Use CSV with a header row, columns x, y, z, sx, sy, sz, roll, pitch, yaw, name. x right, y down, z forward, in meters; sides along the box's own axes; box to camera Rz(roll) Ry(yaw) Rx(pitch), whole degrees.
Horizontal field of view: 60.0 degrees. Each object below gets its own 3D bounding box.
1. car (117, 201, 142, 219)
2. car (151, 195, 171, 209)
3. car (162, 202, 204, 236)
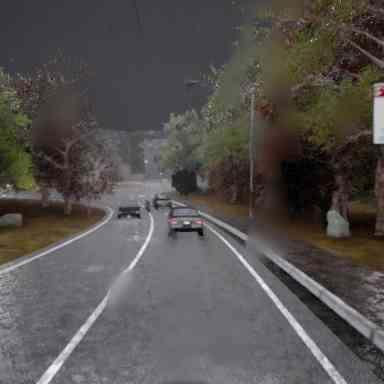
x,y,z,sx,sy,sz,roll,pitch,yaw,name
-5.257,1.446,28.305,2.033,1.411,5.357,-1,1,-8,car
-3.446,1.051,37.335,2.128,1.511,4.902,-1,3,-12,car
-0.461,1.508,18.304,2.033,1.411,5.357,0,0,-5,car
